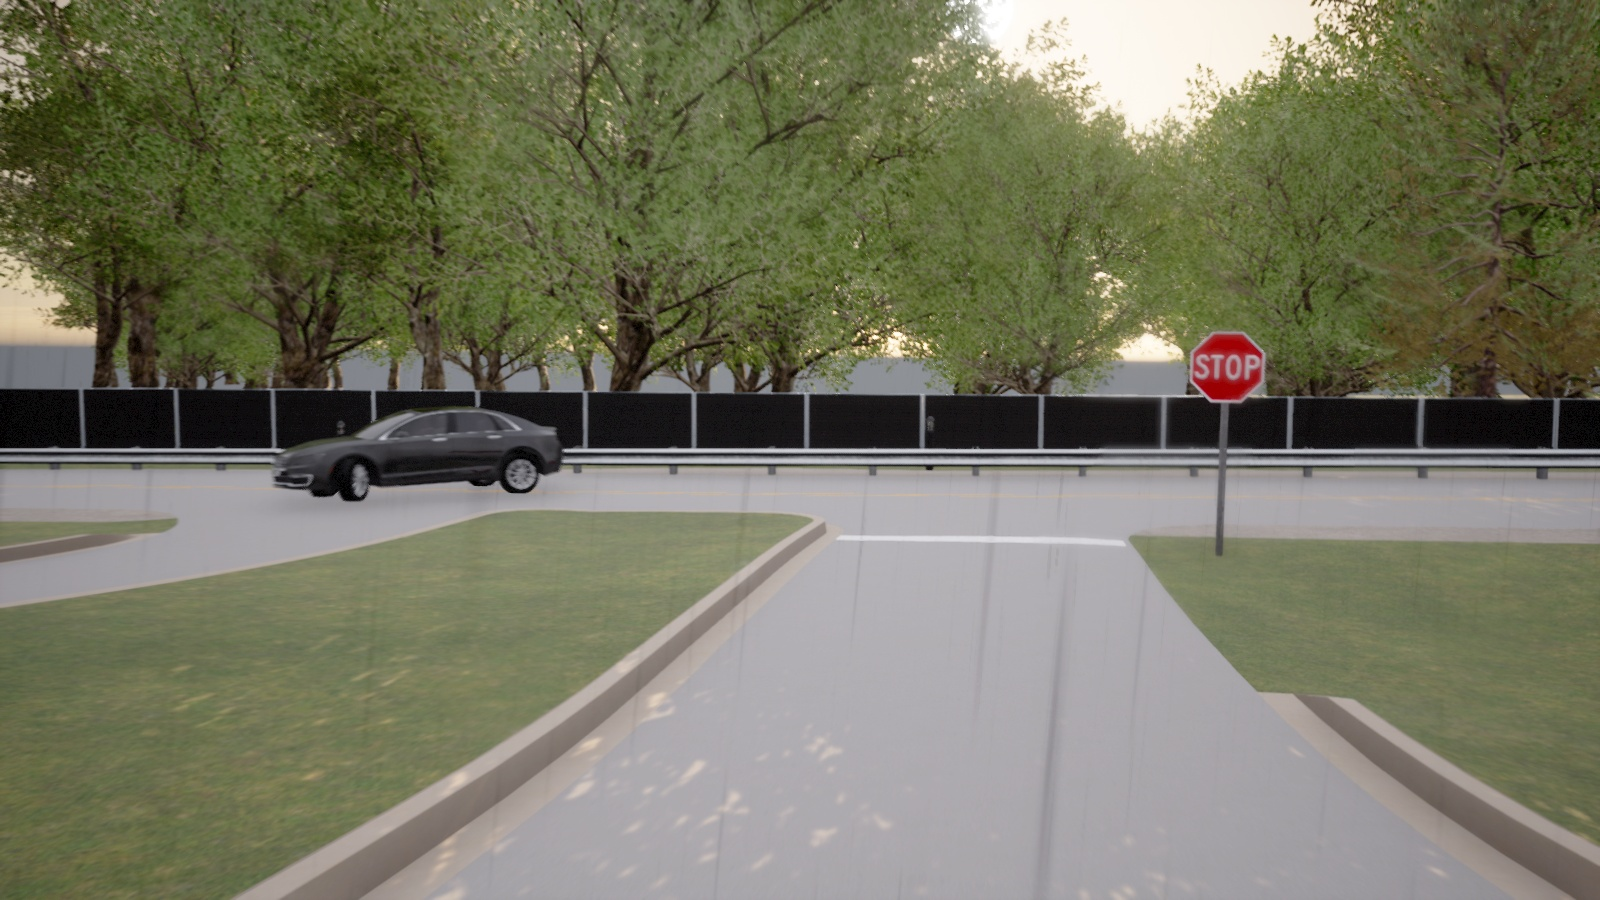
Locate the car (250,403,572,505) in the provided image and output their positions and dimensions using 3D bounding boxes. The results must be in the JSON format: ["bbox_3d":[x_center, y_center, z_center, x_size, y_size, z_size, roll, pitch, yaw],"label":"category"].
[{"bbox_3d":[-6.548,0.008,21.493,4.892,1.490,1.837,-3,2,-39],"label":"car"}]
